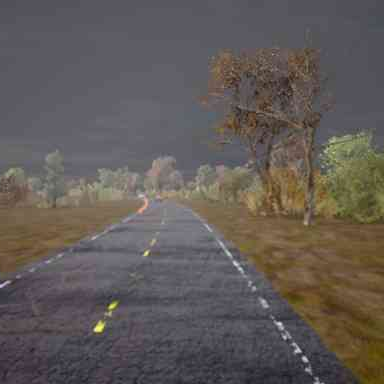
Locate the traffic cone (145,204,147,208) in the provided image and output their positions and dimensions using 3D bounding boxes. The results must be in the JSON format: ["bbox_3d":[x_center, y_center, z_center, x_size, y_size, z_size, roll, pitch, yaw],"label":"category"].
[{"bbox_3d":[-5.984,1.976,40.985,0.340,0.580,0.340,0,0,-5],"label":"traffic cone"}]

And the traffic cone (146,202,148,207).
[{"bbox_3d":[-6.434,1.979,45.938,0.340,0.580,0.340,0,0,-5],"label":"traffic cone"}]

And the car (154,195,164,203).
[{"bbox_3d":[-7.318,1.523,73.201,1.882,1.535,5.008,0,0,-9],"label":"car"}]

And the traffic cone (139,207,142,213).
[{"bbox_3d":[-5.584,1.972,36.029,0.340,0.580,0.340,0,0,-4],"label":"traffic cone"}]
